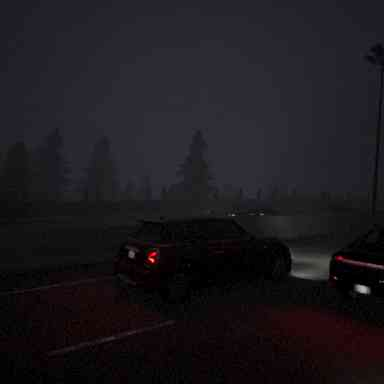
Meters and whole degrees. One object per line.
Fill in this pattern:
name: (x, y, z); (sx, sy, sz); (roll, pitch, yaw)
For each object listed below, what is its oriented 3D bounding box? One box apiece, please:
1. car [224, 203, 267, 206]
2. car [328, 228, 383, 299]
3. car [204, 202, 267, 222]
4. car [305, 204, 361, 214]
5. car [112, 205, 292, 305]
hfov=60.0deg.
car: (4.029, 1.544, 24.065); (4.902, 1.511, 2.128); (0, 0, -35)
car: (4.999, 1.516, 7.315); (4.902, 1.511, 2.128); (0, 0, -36)
car: (3.783, 1.607, 28.190); (5.357, 1.411, 2.033); (0, 0, -36)
car: (10.367, 1.617, 24.289); (5.357, 1.411, 2.033); (0, 0, -36)
car: (0.437, 1.366, 8.359); (4.553, 1.767, 2.097); (0, 0, -35)
